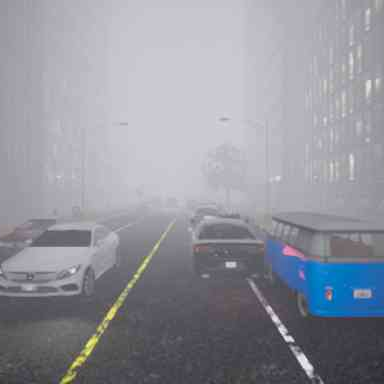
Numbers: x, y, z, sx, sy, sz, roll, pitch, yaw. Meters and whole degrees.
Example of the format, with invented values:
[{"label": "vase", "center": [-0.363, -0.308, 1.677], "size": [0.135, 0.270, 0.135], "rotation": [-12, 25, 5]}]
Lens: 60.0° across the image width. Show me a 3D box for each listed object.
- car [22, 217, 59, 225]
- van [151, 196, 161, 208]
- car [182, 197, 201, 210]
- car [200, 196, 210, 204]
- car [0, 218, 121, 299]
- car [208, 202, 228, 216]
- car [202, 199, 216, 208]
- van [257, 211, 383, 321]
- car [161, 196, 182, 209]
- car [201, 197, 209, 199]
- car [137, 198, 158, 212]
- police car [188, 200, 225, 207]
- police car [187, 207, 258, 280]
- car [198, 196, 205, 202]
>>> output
[{"label": "car", "center": [-5.698, 1.643, 12.775], "size": [1.802, 1.307, 4.206], "rotation": [0, 0, 0]}, {"label": "van", "center": [-5.721, 1.579, 52.625], "size": [1.690, 1.788, 3.998], "rotation": [0, 0, 0]}, {"label": "car", "center": [-0.024, 1.692, 46.379], "size": [1.882, 1.535, 5.008], "rotation": [0, 0, 0]}, {"label": "car", "center": [2.650, 1.733, 69.702], "size": [1.967, 1.590, 4.097], "rotation": [0, 0, 0]}, {"label": "car", "center": [-3.105, 1.567, 8.677], "size": [1.812, 1.442, 4.674], "rotation": [0, 0, 0]}, {"label": "car", "center": [2.669, 1.750, 35.547], "size": [1.802, 1.307, 4.206], "rotation": [0, 0, 0]}, {"label": "car", "center": [2.660, 1.789, 52.625], "size": [2.008, 1.369, 4.403], "rotation": [0, 0, 0]}, {"label": "van", "center": [2.686, 1.375, 7.087], "size": [1.690, 1.788, 3.998], "rotation": [0, 0, 0]}, {"label": "car", "center": [-3.119, 1.583, 50.996], "size": [2.097, 1.767, 4.553], "rotation": [0, 0, 0]}, {"label": "car", "center": [2.663, 1.768, 46.932], "size": [2.008, 1.369, 4.403], "rotation": [0, 0, 0]}, {"label": "car", "center": [-5.715, 1.745, 41.239], "size": [2.008, 1.369, 4.403], "rotation": [0, 0, 0]}, {"label": "police car", "center": [0.888, 1.521, 20.214], "size": [1.930, 1.638, 5.238], "rotation": [0, 0, 0]}, {"label": "police car", "center": [0.894, 1.474, 10.214], "size": [1.930, 1.638, 5.238], "rotation": [0, 0, 0]}, {"label": "car", "center": [2.637, 1.903, 92.472], "size": [1.887, 1.381, 4.507], "rotation": [0, 0, 0]}]
